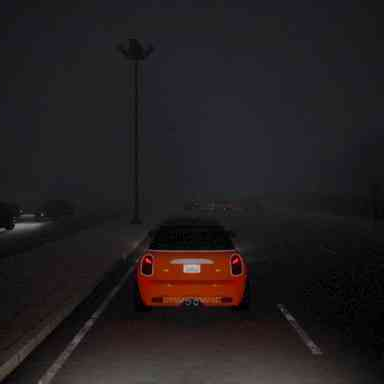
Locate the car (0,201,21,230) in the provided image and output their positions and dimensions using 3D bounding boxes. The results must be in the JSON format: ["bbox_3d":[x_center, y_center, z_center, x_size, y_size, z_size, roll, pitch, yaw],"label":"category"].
[{"bbox_3d":[-11.584,1.352,17.899,2.097,1.767,4.553,0,0,0],"label":"car"}]

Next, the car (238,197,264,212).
[{"bbox_3d":[7.081,1.352,39.249,2.097,1.767,4.553,0,0,0],"label":"car"}]

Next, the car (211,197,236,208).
[{"bbox_3d":[3.579,1.601,38.915,1.895,1.301,4.718,0,0,0],"label":"car"}]

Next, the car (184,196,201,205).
[{"bbox_3d":[0.079,1.492,38.825,2.128,1.511,4.902,0,0,0],"label":"car"}]

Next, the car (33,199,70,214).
[{"bbox_3d":[-15.004,1.505,35.727,1.837,1.490,4.892,0,0,1],"label":"car"}]

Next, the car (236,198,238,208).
[{"bbox_3d":[7.146,1.547,49.200,2.033,1.411,5.357,0,0,0],"label":"car"}]

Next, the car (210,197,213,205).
[{"bbox_3d":[3.646,1.492,49.220,2.128,1.511,4.902,0,0,0],"label":"car"}]

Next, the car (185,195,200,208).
[{"bbox_3d":[0.146,1.352,49.211,2.097,1.767,4.553,0,0,0],"label":"car"}]

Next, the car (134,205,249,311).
[{"bbox_3d":[-0.001,1.352,7.919,2.097,1.767,4.553,0,0,0],"label":"car"}]

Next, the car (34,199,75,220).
[{"bbox_3d":[-11.567,1.492,28.222,2.128,1.511,4.902,0,0,1],"label":"car"}]
